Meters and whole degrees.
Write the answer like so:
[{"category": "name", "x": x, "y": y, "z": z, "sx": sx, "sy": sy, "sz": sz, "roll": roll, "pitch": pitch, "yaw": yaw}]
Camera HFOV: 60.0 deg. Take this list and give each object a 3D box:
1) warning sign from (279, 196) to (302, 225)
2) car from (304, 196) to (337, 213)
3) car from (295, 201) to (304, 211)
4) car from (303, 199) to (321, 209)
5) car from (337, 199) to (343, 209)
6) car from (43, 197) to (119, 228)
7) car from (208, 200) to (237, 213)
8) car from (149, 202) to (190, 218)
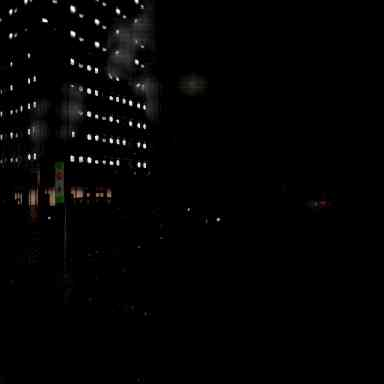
[{"category": "warning sign", "x": 6.804, "y": 1.251, "z": 22.976, "sx": 1.300, "sy": 1.860, "sz": 1.060, "roll": 0, "pitch": 0, "yaw": 34}, {"category": "car", "x": 16.400, "y": 1.502, "z": 42.254, "sx": 2.150, "sy": 2.045, "sz": 5.566, "roll": 0, "pitch": -1, "yaw": 34}, {"category": "car", "x": 14.118, "y": 1.900, "z": 44.697, "sx": 1.895, "sy": 1.301, "sz": 4.718, "roll": 0, "pitch": -1, "yaw": 33}, {"category": "car", "x": 19.136, "y": 1.880, "z": 52.758, "sx": 1.812, "sy": 1.442, "sz": 4.674, "roll": 0, "pitch": 0, "yaw": 31}, {"category": "car", "x": 21.914, "y": 1.817, "z": 51.071, "sx": 1.882, "sy": 1.535, "sz": 5.008, "roll": 0, "pitch": 0, "yaw": 31}, {"category": "car", "x": -7.813, "y": 1.366, "z": 24.113, "sx": 2.150, "sy": 2.045, "sz": 5.566, "roll": 0, "pitch": -1, "yaw": 34}, {"category": "car", "x": 3.776, "y": 1.754, "z": 41.100, "sx": 1.882, "sy": 1.535, "sz": 5.008, "roll": 0, "pitch": -1, "yaw": 34}, {"category": "car", "x": -2.125, "y": 1.715, "z": 32.431, "sx": 1.837, "sy": 1.490, "sz": 4.892, "roll": 0, "pitch": -1, "yaw": 35}]
